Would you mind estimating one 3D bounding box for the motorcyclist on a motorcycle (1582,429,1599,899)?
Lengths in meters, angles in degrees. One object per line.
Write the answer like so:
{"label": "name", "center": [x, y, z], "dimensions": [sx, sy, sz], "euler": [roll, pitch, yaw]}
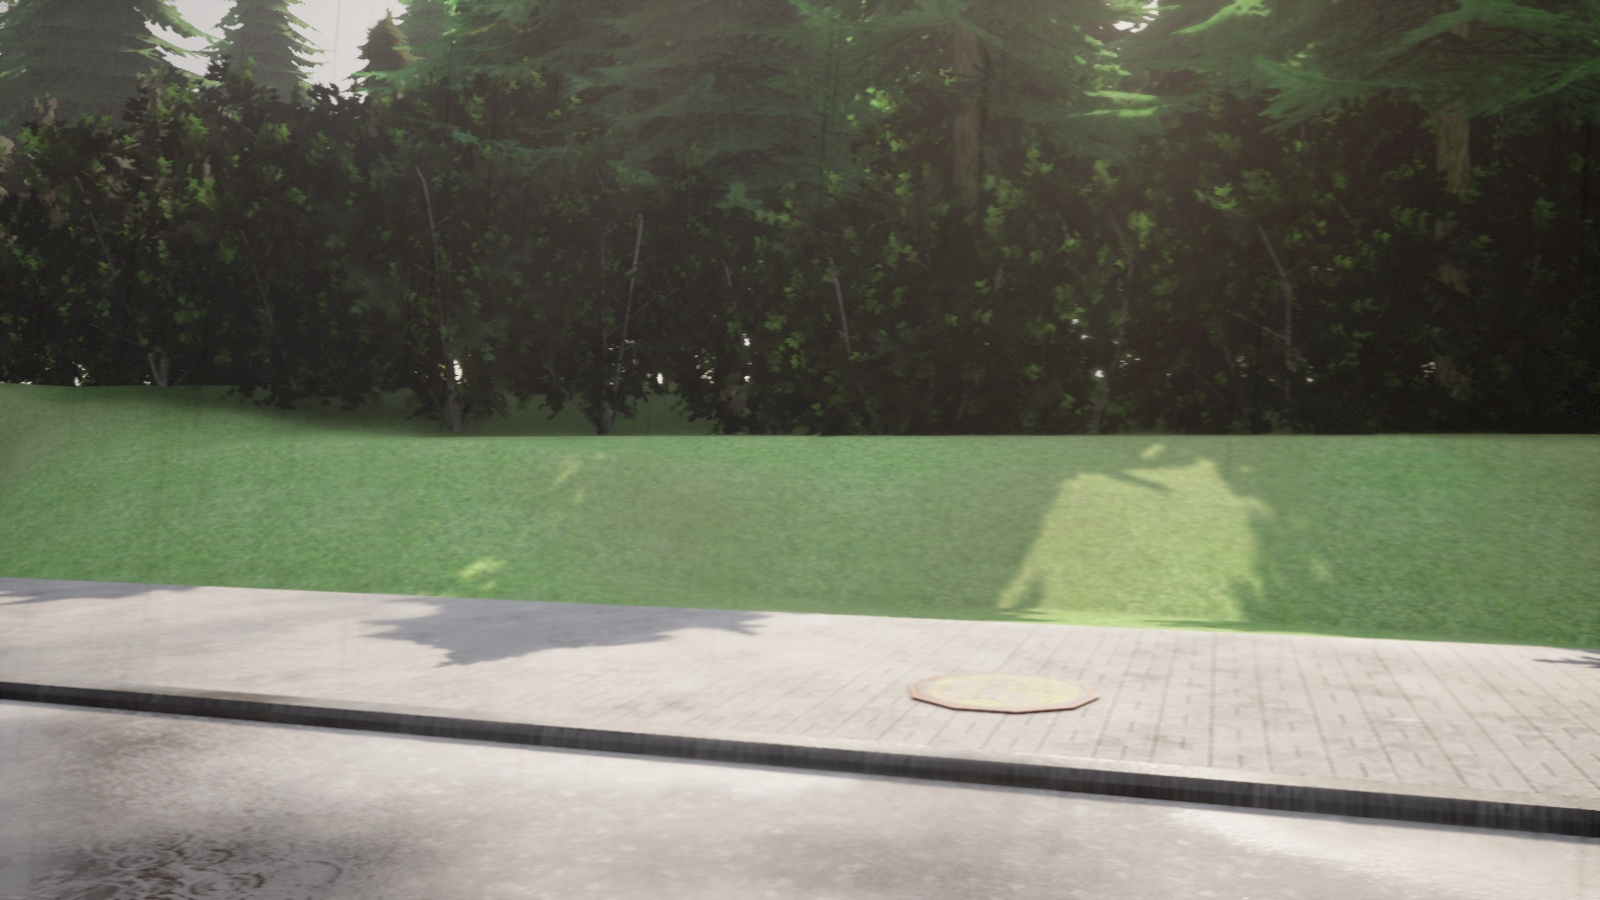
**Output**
{"label": "motorcyclist on a motorcycle", "center": [2.876, 0.747, 2.752], "dimensions": [1.817, 1.590, 0.866], "euler": [0, 1, 19]}
